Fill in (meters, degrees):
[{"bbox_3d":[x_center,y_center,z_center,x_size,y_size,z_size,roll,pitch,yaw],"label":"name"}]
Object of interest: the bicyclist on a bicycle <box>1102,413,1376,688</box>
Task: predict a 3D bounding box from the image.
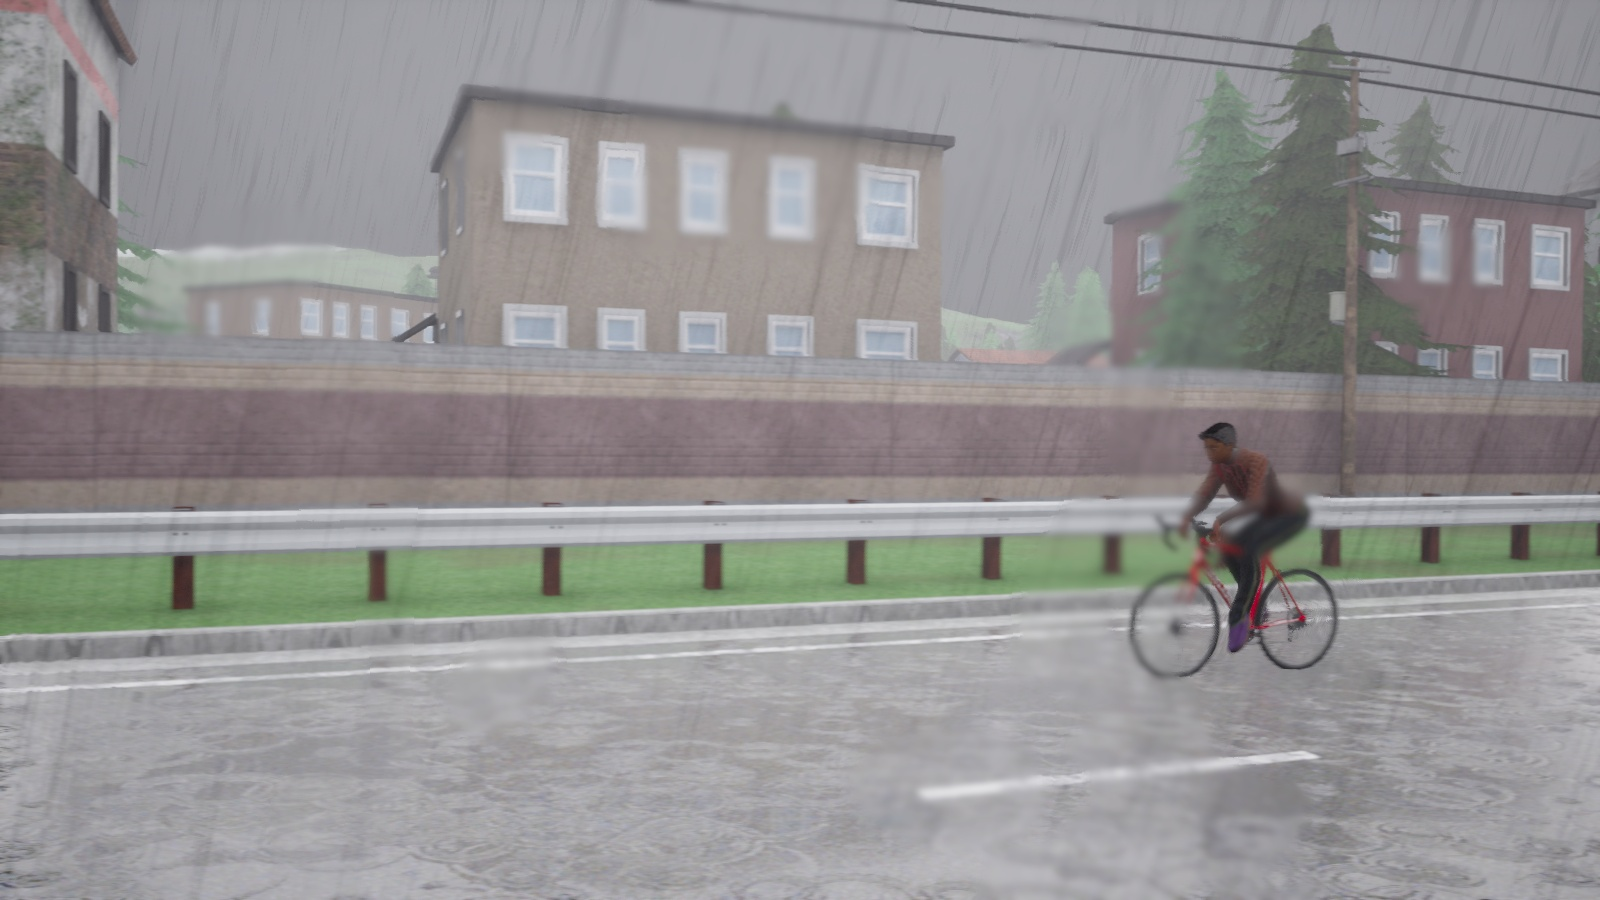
[{"bbox_3d":[2.820,0.589,8.053,1.656,1.620,0.582,-1,1,-21],"label":"bicyclist on a bicycle"}]
